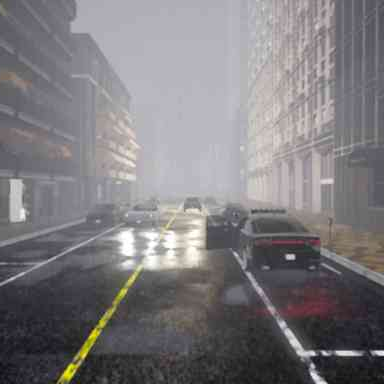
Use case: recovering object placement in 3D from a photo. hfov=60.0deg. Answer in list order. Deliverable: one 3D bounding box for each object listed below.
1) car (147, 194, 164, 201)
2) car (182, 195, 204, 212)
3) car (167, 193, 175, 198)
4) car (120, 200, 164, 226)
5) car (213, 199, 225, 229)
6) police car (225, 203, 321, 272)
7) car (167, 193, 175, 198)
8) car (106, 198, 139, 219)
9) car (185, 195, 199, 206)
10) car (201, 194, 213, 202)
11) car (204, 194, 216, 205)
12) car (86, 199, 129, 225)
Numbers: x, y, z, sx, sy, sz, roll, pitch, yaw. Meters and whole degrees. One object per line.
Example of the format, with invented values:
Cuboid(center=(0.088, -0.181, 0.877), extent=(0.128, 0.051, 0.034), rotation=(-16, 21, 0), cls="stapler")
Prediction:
Cuboid(center=(-5.686, 1.052, 50.511), extent=(1.967, 1.590, 4.097), rotation=(0, 0, 0), cls="car")
Cuboid(center=(0.061, 1.234, 34.764), extent=(1.837, 1.490, 4.892), rotation=(0, 1, 0), cls="car")
Cuboid(center=(-5.683, 0.922, 84.403), extent=(2.008, 1.369, 4.403), rotation=(0, 0, 0), cls="car")
Cuboid(center=(-3.098, 1.428, 21.643), extent=(1.895, 1.301, 4.718), rotation=(0, 0, 0), cls="car")
Cuboid(center=(2.693, 1.389, 22.269), extent=(1.947, 1.339, 4.313), rotation=(0, 0, 0), cls="car")
Cuboid(center=(2.369, 1.339, 10.592), extent=(1.930, 1.638, 5.238), rotation=(0, 0, 0), cls="police car")
Cuboid(center=(-5.682, 0.883, 90.051), extent=(2.008, 1.369, 4.403), rotation=(0, 0, 0), cls="car")
Cuboid(center=(-5.688, 1.306, 27.748), extent=(1.752, 1.417, 4.829), rotation=(0, 0, 0), cls="car")
Cuboid(center=(0.030, 1.156, 47.989), extent=(1.812, 1.442, 4.674), rotation=(0, 0, 0), cls="car")
Cuboid(center=(2.695, 1.080, 61.808), extent=(2.008, 1.369, 4.403), rotation=(0, 0, 0), cls="car")
Cuboid(center=(2.695, 1.156, 50.511), extent=(1.887, 1.381, 4.507), rotation=(0, 0, 0), cls="car")
Cuboid(center=(-5.689, 1.389, 22.270), extent=(1.947, 1.339, 4.313), rotation=(0, 0, 0), cls="car")
